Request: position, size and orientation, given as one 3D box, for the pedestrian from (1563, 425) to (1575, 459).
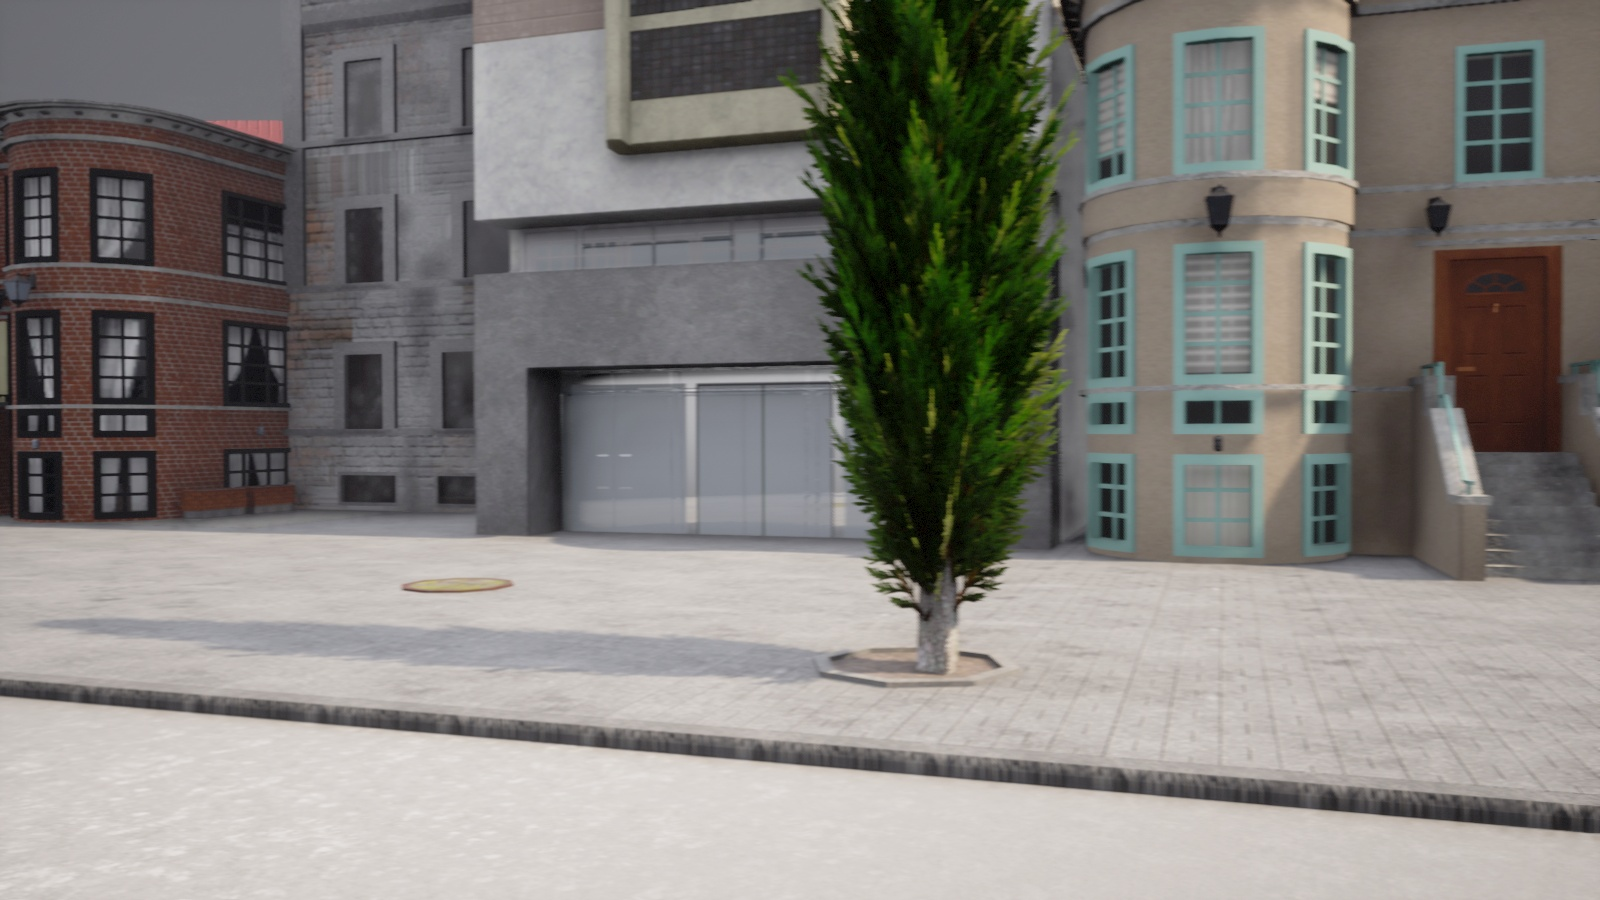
[{"bbox_3d":[43.752,-0.444,71.481,0.396,1.930,0.692,0,1,17],"label":"pedestrian"}]
